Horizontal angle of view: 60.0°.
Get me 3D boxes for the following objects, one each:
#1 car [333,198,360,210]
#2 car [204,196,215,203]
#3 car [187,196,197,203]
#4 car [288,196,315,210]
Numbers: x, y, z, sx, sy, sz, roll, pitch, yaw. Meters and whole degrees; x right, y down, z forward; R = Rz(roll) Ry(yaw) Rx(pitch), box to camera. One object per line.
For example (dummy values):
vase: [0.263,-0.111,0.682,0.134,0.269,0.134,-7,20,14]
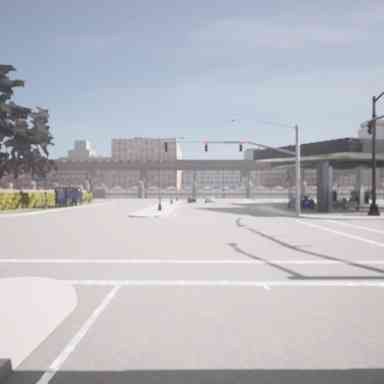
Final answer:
car: [18.952,1.423,41.072,1.970,1.475,3.806,0,0,0]
car: [3.494,1.474,64.983,1.812,1.442,4.674,0,0,0]
car: [-0.006,1.495,64.983,2.033,1.411,5.357,0,0,0]
car: [13.207,1.263,40.309,2.242,1.667,4.611,0,0,0]
